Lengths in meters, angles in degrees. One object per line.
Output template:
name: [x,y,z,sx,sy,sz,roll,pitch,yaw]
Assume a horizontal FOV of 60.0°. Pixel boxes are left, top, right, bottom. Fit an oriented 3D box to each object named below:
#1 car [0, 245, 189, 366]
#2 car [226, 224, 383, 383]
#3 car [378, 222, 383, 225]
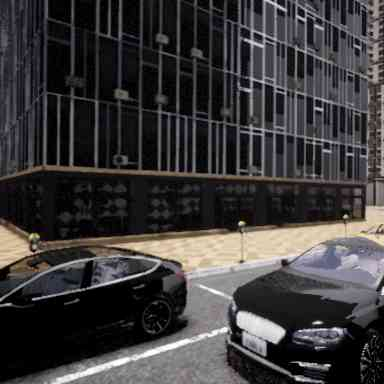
car: [-2.050,1.576,5.095,4.313,1.339,1.947,1,0,-36]
car: [2.721,1.534,5.327,4.902,1.511,2.128,1,0,-36]
car: [7.080,1.624,11.625,4.829,1.417,1.752,1,0,-36]
